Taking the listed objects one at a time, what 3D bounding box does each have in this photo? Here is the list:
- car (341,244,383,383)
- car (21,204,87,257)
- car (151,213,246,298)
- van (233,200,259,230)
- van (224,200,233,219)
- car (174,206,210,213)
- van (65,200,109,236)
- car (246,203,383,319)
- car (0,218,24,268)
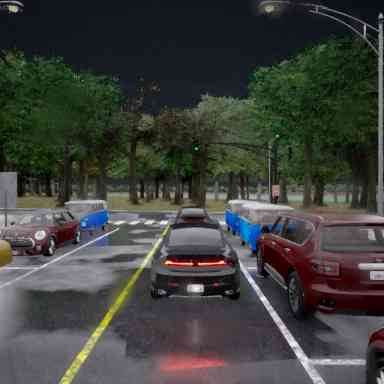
[{"bbox_3d":[2.762,1.440,1.859,1.967,1.590,4.097,0,0,0],"label":"car"},{"bbox_3d":[-5.765,1.441,12.733,1.967,1.590,4.097,0,0,0],"label":"car"},{"bbox_3d":[0.076,1.505,8.469,1.837,1.490,4.892,0,0,0],"label":"car"},{"bbox_3d":[2.760,1.342,12.735,1.690,1.788,3.998,0,0,0],"label":"van"},{"bbox_3d":[2.759,1.342,18.172,1.690,1.788,3.998,0,0,0],"label":"van"},{"bbox_3d":[0.008,1.506,17.881,1.837,1.490,4.892,0,0,-1],"label":"car"},{"bbox_3d":[-5.766,1.342,18.171,1.690,1.788,3.998,0,0,0],"label":"van"},{"bbox_3d":[2.761,1.315,7.297,2.192,1.841,5.009,0,0,0],"label":"car"},{"bbox_3d":[-5.764,1.525,7.126,1.752,1.417,4.829,0,0,0],"label":"car"}]
